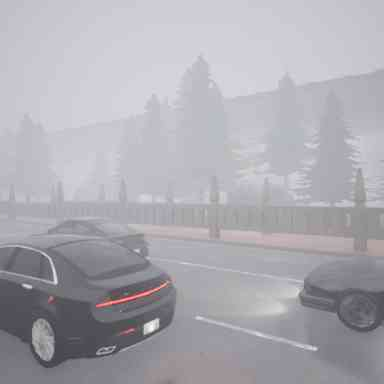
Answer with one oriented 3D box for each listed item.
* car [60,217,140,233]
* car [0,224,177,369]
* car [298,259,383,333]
[{"bbox_3d":[-3.442,1.526,10.733,4.674,1.442,1.812,0,0,35],"label":"car"},{"bbox_3d":[-2.507,1.506,5.774,4.892,1.490,1.837,0,0,35],"label":"car"},{"bbox_3d":[4.515,1.548,5.072,5.357,1.411,2.033,0,0,35],"label":"car"}]
